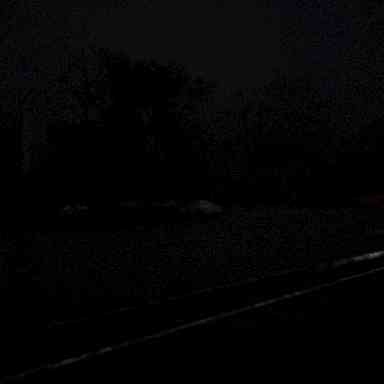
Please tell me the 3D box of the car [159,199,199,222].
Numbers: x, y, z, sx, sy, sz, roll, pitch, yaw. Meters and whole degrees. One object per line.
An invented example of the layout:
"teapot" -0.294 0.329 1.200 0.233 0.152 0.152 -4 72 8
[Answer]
"car" -2.023 1.339 25.109 2.097 1.535 5.008 -1 0 -35

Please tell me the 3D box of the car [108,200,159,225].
"car" -4.682 1.368 23.199 2.231 1.521 4.892 -1 0 -36

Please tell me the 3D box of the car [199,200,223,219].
"car" 0.545 1.352 26.930 2.002 1.452 4.674 -1 0 -35

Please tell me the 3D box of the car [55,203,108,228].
"car" -7.350 1.435 21.300 2.002 1.452 4.674 -1 0 -35

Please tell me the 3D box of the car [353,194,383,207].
"car" 23.739 1.076 43.465 2.097 1.535 5.008 -1 0 -35
